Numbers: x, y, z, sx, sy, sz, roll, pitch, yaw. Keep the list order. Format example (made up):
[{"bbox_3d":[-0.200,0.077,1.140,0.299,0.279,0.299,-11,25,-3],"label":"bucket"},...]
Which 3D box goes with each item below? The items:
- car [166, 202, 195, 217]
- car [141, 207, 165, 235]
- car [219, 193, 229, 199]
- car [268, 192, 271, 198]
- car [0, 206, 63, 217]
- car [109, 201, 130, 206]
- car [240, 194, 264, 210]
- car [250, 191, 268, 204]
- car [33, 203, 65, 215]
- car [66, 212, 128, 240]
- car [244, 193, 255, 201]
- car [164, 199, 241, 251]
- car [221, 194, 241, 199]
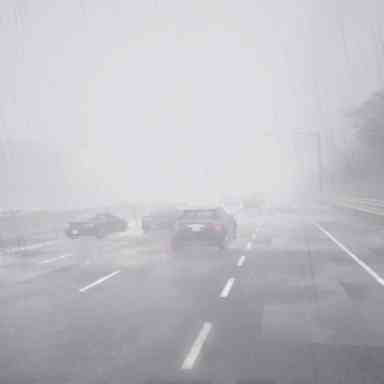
[{"bbox_3d":[-1.141,1.821,35.580,1.895,1.301,4.718,-3,0,14],"label":"car"},{"bbox_3d":[-1.452,1.650,20.174,2.128,1.511,4.902,-3,0,14],"label":"car"},{"bbox_3d":[6.897,1.284,67.619,2.150,2.045,5.566,-3,0,14],"label":"car"},{"bbox_3d":[18.046,1.242,83.292,1.994,1.385,4.181,-3,0,14],"label":"car"},{"bbox_3d":[-13.730,2.209,28.946,1.882,1.535,5.008,-3,0,15],"label":"car"},{"bbox_3d":[-9.790,1.778,44.254,1.812,1.442,4.674,-3,0,14],"label":"car"},{"bbox_3d":[7.338,1.359,40.610,1.882,1.535,5.008,-3,0,14],"label":"car"},{"bbox_3d":[11.240,1.024,56.174,2.150,2.045,5.566,-3,0,14],"label":"car"},{"bbox_3d":[-19.982,2.298,46.727,1.994,1.385,4.181,-3,0,14],"label":"car"},{"bbox_3d":[-5.335,1.848,19.096,1.812,1.442,4.674,-3,0,14],"label":"car"},{"bbox_3d":[14.399,1.200,83.158,2.097,1.767,4.553,-3,0,14],"label":"car"},{"bbox_3d":[0.678,1.390,14.404,2.097,1.767,4.553,-3,0,14],"label":"car"},{"bbox_3d":[6.148,1.533,50.195,2.033,1.411,5.357,-3,0,14],"label":"car"}]
